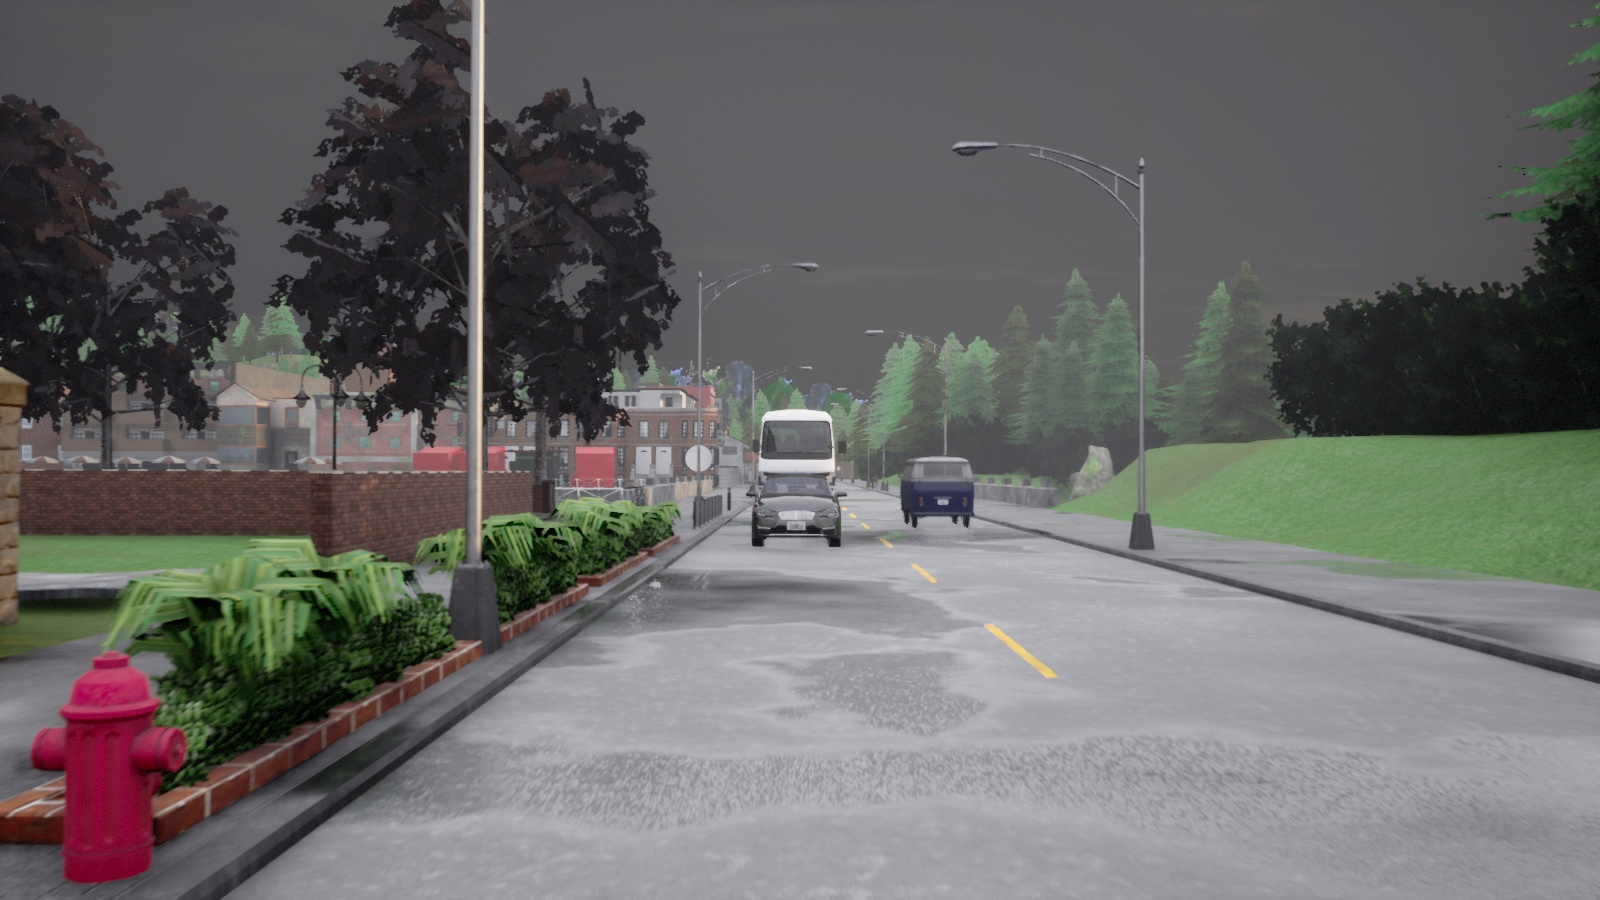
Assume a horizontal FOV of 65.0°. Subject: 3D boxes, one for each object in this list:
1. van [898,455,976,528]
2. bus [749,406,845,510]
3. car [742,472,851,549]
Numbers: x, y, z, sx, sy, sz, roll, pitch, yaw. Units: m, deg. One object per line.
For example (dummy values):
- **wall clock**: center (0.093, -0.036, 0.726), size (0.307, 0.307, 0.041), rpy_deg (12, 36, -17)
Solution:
- **van**: center (3.911, 1.162, 36.463), size (1.775, 1.987, 4.442), rpy_deg (0, -1, 0)
- **bus**: center (-0.143, 0.387, 56.636), size (3.944, 4.253, 10.273), rpy_deg (0, -1, 0)
- **car**: center (-0.066, 1.224, 27.048), size (2.128, 1.511, 4.902), rpy_deg (0, -1, 0)
